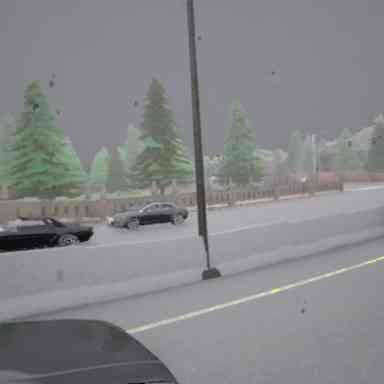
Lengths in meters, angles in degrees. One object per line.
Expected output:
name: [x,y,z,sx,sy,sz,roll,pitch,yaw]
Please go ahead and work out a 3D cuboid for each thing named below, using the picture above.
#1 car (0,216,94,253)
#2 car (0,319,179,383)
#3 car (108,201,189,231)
car: [-6.272,1.589,12.415,4.718,1.301,1.895,-1,0,-35]
car: [-2.626,1.544,1.875,5.357,1.411,2.033,0,0,-35]
car: [-2.469,1.315,19.427,4.902,1.511,2.128,-3,1,-35]
